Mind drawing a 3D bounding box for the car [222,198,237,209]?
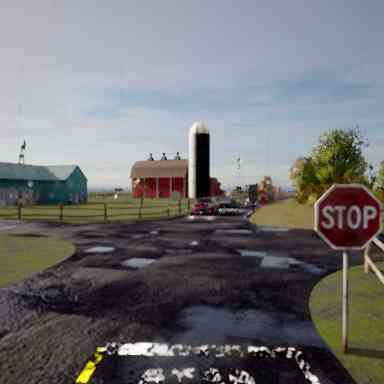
[{"bbox_3d":[5.065,1.543,46.532,2.033,1.411,5.357,0,0,18],"label":"car"}]

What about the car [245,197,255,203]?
[{"bbox_3d":[12.044,1.532,66.966,1.812,1.442,4.674,0,0,19],"label":"car"}]

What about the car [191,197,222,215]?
[{"bbox_3d":[1.351,1.347,33.270,2.097,1.767,4.553,0,0,13],"label":"car"}]

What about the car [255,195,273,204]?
[{"bbox_3d":[13.796,1.538,63.541,1.812,1.442,4.674,0,0,19],"label":"car"}]
